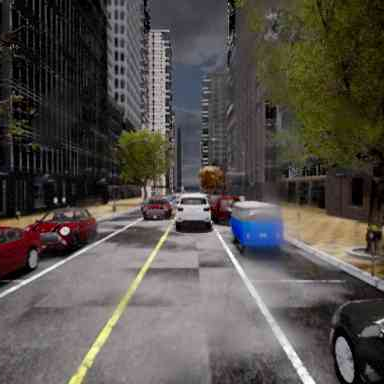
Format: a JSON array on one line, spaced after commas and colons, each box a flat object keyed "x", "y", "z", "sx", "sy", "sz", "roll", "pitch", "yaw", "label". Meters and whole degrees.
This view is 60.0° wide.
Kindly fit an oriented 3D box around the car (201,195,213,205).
[{"x": 2.557, "y": 1.357, "z": 58.988, "sx": 1.967, "sy": 1.590, "sz": 4.097, "roll": -1, "pitch": 0, "yaw": 0, "label": "car"}]

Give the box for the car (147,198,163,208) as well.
[{"x": -5.322, "y": 1.514, "z": 47.659, "sx": 1.802, "sy": 1.307, "sz": 4.206, "roll": -1, "pitch": 0, "yaw": 0, "label": "car"}]

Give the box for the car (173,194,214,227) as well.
[{"x": 0.096, "y": 1.191, "z": 22.354, "sx": 2.150, "sy": 2.045, "sz": 5.566, "roll": 0, "pitch": 0, "yaw": 0, "label": "car"}]

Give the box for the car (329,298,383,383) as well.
[{"x": 2.554, "y": 1.547, "z": 2.501, "sx": 2.008, "sy": 1.369, "sz": 4.403, "roll": -1, "pitch": 0, "yaw": 0, "label": "car"}]

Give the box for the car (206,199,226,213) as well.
[{"x": 2.557, "y": 1.492, "z": 36.393, "sx": 1.887, "sy": 1.381, "sz": 4.507, "roll": -1, "pitch": 0, "yaw": 0, "label": "car"}]

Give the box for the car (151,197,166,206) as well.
[{"x": -5.322, "y": 1.469, "z": 53.308, "sx": 1.887, "sy": 1.381, "sz": 4.507, "roll": -1, "pitch": 0, "yaw": 0, "label": "car"}]

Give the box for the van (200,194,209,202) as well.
[{"x": 2.557, "y": 1.243, "z": 70.285, "sx": 1.690, "sy": 1.788, "sz": 3.998, "roll": -1, "pitch": 0, "yaw": 0, "label": "van"}]

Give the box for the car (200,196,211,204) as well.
[{"x": 2.559, "y": 1.454, "z": 64.636, "sx": 1.887, "sy": 1.381, "sz": 4.507, "roll": -1, "pitch": 0, "yaw": 0, "label": "car"}]

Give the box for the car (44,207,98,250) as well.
[{"x": -5.327, "y": 1.419, "z": 13.768, "sx": 1.967, "sy": 1.590, "sz": 4.097, "roll": -1, "pitch": 0, "yaw": 0, "label": "car"}]

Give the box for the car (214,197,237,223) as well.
[{"x": 2.552, "y": 1.278, "z": 25.095, "sx": 2.192, "sy": 1.841, "sz": 5.009, "roll": -1, "pitch": 0, "yaw": 0, "label": "car"}]

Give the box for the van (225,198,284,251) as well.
[{"x": 2.552, "y": 1.320, "z": 13.798, "sx": 1.690, "sy": 1.788, "sz": 3.998, "roll": -1, "pitch": 0, "yaw": 0, "label": "van"}]

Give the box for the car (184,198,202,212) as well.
[{"x": 0.099, "y": 1.491, "z": 39.333, "sx": 2.033, "sy": 1.411, "sz": 5.357, "roll": 0, "pitch": 0, "yaw": 0, "label": "car"}]

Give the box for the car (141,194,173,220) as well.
[{"x": -2.845, "y": 1.311, "z": 27.912, "sx": 2.097, "sy": 1.767, "sz": 4.553, "roll": 0, "pitch": 0, "yaw": 0, "label": "car"}]

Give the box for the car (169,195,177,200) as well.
[{"x": -5.318, "y": 1.439, "z": 92.849, "sx": 1.947, "sy": 1.339, "sz": 4.313, "roll": -1, "pitch": 0, "yaw": 0, "label": "car"}]

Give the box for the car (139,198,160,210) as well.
[{"x": -5.323, "y": 1.491, "z": 42.011, "sx": 2.008, "sy": 1.369, "sz": 4.403, "roll": -1, "pitch": 0, "yaw": 0, "label": "car"}]

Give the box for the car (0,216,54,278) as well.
[{"x": -5.328, "y": 1.532, "z": 8.120, "sx": 1.887, "sy": 1.381, "sz": 4.507, "roll": -1, "pitch": 0, "yaw": 0, "label": "car"}]
